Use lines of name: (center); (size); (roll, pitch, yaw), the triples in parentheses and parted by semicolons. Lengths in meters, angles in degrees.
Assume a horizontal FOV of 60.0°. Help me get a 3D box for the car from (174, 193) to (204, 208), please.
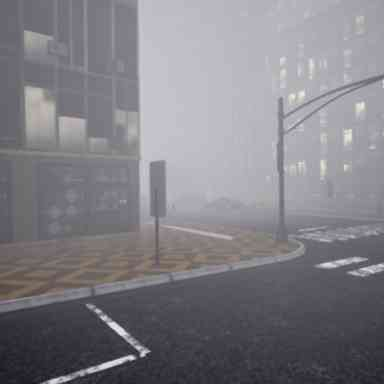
car: (-0.217, 0.987, 40.695); (2.192, 1.841, 5.009); (0, 1, -35)

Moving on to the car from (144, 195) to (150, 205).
car: (-6.640, 1.117, 49.973); (1.887, 1.381, 4.507); (0, 1, -35)

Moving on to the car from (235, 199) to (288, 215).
car: (6.554, 1.303, 30.853); (1.752, 1.417, 4.829); (-1, 1, -35)

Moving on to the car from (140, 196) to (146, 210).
car: (-7.082, 1.368, 35.894); (1.947, 1.339, 4.313); (0, 1, -35)

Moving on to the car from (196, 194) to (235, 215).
car: (2.930, 1.285, 31.577); (2.128, 1.511, 4.902); (-1, 1, -35)

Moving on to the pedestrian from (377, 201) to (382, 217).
pedestrian: (14.163, 1.231, 25.087); (0.375, 1.300, 0.375); (0, 0, -35)
